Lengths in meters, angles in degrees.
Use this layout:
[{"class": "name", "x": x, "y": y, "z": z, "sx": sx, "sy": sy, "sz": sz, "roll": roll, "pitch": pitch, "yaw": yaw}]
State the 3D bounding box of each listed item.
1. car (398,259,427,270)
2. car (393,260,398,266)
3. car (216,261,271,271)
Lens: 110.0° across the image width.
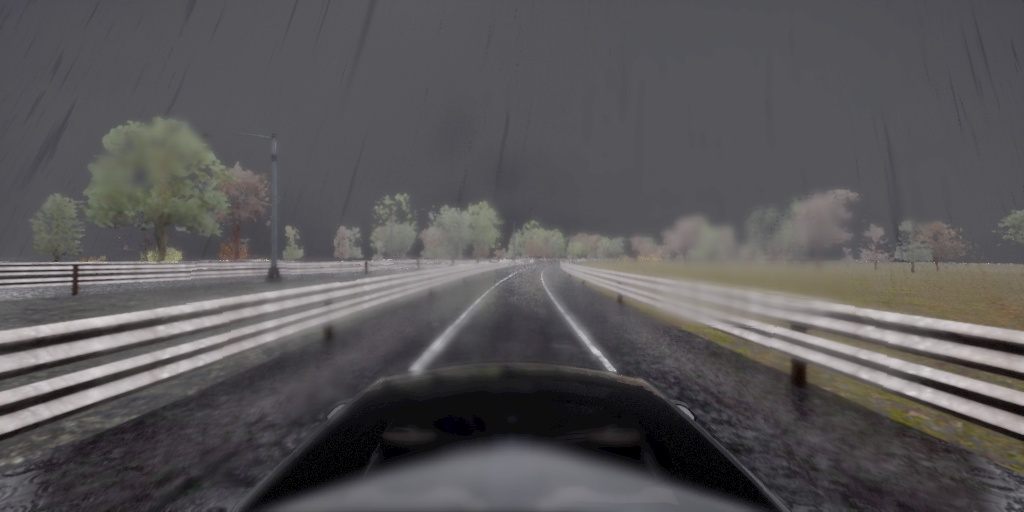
[{"class": "car", "x": -14.372, "y": 1.298, "z": 53.048, "sx": 1.895, "sy": 1.301, "sz": 4.718, "roll": 0, "pitch": -1, "yaw": 16}, {"class": "car", "x": -18.775, "y": 1.278, "z": 62.631, "sx": 1.882, "sy": 1.535, "sz": 5.008, "roll": 0, "pitch": -1, "yaw": 17}, {"class": "car", "x": -26.554, "y": 1.160, "z": 35.829, "sx": 1.895, "sy": 1.301, "sz": 4.718, "roll": 0, "pitch": -1, "yaw": 15}]
